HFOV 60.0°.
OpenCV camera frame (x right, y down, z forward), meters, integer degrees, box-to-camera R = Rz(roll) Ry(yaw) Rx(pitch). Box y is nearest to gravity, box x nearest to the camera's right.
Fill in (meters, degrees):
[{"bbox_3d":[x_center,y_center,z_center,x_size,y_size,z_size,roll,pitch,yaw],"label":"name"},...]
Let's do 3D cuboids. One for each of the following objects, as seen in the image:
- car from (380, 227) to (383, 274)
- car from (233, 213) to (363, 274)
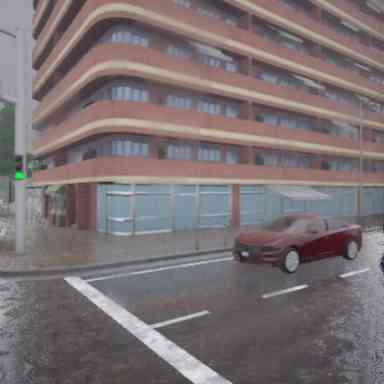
[{"bbox_3d":[6.922,1.521,8.905,4.674,1.442,1.812,0,0,-35],"label":"car"},{"bbox_3d":[3.543,1.474,10.799,5.008,1.535,1.882,0,0,-35],"label":"car"}]
